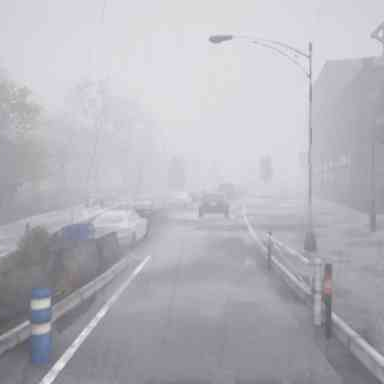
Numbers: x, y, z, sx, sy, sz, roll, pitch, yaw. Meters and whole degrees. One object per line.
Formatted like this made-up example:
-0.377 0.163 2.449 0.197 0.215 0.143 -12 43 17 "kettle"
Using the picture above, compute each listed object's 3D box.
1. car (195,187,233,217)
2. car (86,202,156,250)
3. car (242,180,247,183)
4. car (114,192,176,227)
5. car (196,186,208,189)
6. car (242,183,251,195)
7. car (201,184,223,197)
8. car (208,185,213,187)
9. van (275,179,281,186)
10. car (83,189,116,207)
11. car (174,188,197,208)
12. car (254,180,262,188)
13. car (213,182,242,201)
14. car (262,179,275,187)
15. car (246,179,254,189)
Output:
1.716 0.755 24.512 2.097 1.767 4.553 0 3 8 "car"
-3.046 1.457 14.065 2.002 1.452 4.674 -2 2 3 "car"
8.300 -1.027 63.481 2.231 1.521 4.892 -3 2 24 "car"
-2.667 1.112 20.188 2.097 1.535 5.008 1 3 8 "car"
0.033 0.339 36.714 2.097 1.535 5.008 0 3 13 "car"
6.986 -0.269 49.163 1.994 1.385 4.181 0 3 19 "car"
2.994 -0.264 48.363 2.097 1.535 5.008 0 3 17 "car"
1.306 0.046 42.273 2.231 1.521 4.892 0 3 15 "car"
21.356 -2.532 88.250 1.878 1.987 4.442 -2 2 31 "van"
-8.203 0.477 29.834 2.128 1.511 4.902 0 3 3 "car"
-1.161 0.675 30.605 2.002 1.452 4.674 -1 2 11 "car"
12.958 -1.811 73.657 2.435 2.045 5.566 -3 2 27 "car"
4.187 -0.056 38.200 2.150 2.045 5.566 0 3 13 "car"
18.448 -2.076 83.578 1.946 1.575 5.366 -2 2 32 "car"
10.539 -1.293 68.597 2.231 1.521 4.892 -3 2 24 "car"
